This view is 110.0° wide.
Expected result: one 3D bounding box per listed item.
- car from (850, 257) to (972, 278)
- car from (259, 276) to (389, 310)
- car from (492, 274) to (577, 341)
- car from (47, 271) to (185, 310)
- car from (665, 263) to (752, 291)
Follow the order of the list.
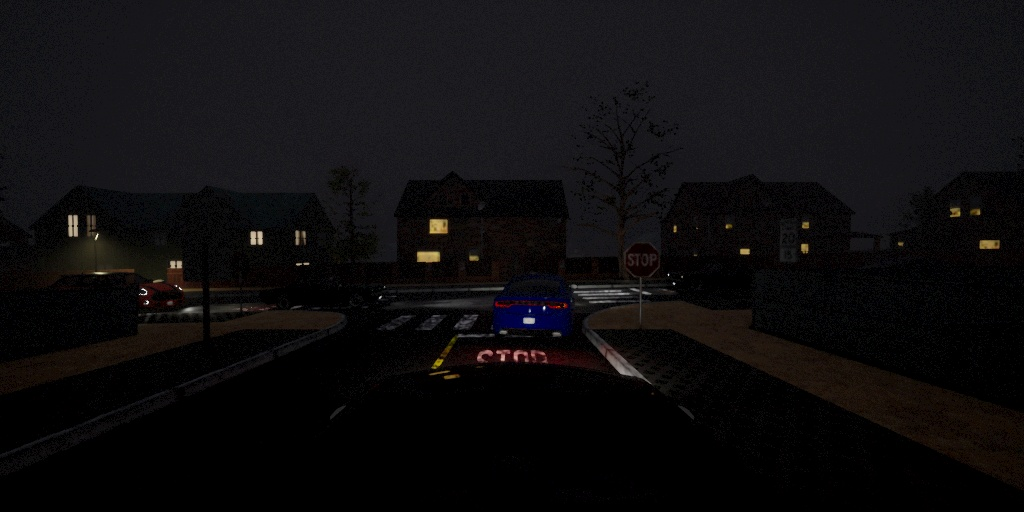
[{"bbox_3d":[20.046,0.753,18.243,5.357,1.411,2.033,-1,1,0],"label":"car"},{"bbox_3d":[-7.820,1.506,15.263,4.718,1.301,1.895,-1,1,0],"label":"car"},{"bbox_3d":[0.781,1.226,10.061,1.882,1.535,5.008,0,0,10],"label":"car"},{"bbox_3d":[-16.807,1.471,15.250,4.553,1.767,2.097,-1,1,0],"label":"car"},{"bbox_3d":[10.401,1.034,18.202,4.718,1.301,1.895,-1,1,-1],"label":"car"}]
